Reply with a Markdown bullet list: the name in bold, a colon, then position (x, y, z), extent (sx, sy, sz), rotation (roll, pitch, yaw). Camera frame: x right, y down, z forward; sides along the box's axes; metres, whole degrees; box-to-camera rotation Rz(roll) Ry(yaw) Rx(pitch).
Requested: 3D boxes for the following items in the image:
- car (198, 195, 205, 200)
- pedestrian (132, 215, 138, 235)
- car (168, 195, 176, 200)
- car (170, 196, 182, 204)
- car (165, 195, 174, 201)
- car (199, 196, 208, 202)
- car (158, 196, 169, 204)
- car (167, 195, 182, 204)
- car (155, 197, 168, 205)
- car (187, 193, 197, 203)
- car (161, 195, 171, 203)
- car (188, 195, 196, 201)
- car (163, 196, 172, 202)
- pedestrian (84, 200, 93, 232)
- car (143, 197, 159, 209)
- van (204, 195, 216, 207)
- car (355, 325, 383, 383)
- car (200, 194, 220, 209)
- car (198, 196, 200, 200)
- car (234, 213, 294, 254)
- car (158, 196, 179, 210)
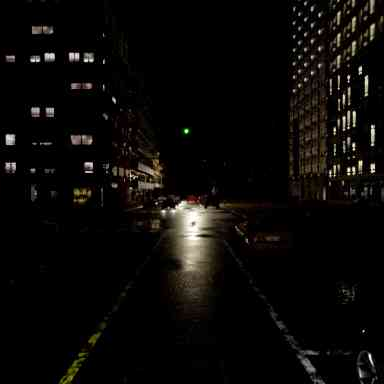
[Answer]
- **car**: position (2.696, 1.641, 95.545), extent (1.752, 1.417, 4.829), rotation (0, 0, 0)
- **pedestrian**: position (-2.921, 1.678, 17.596), extent (0.500, 1.100, 0.500), rotation (0, 0, 0)
- **car**: position (-5.684, 1.640, 95.206), extent (1.752, 1.417, 4.829), rotation (0, 0, 0)
- **car**: position (-3.039, 1.544, 64.865), extent (2.128, 1.511, 4.902), rotation (0, 0, 0)
- **car**: position (-5.686, 1.531, 84.323), extent (1.967, 1.590, 4.097), rotation (0, 0, 0)
- **car**: position (2.694, 1.624, 78.795), extent (1.887, 1.381, 4.507), rotation (0, 0, 0)
- **car**: position (-5.687, 1.602, 67.742), extent (1.887, 1.381, 4.507), rotation (0, 0, 0)
- **car**: position (-3.083, 1.583, 54.672), extent (2.033, 1.411, 5.357), rotation (0, 0, 0)
- **car**: position (-5.688, 1.598, 62.216), extent (2.008, 1.369, 4.403), rotation (0, 0, 0)
- **car**: position (0.007, 1.296, 74.442), extent (2.150, 2.045, 5.566), rotation (0, 0, 0)
- **car**: position (-5.687, 1.509, 73.270), extent (1.967, 1.590, 4.097), rotation (0, 0, 0)
- **car**: position (0.009, 1.545, 84.829), extent (2.033, 1.411, 5.357), rotation (0, 0, 0)
- **car**: position (-5.686, 1.661, 78.796), extent (1.802, 1.307, 4.206), rotation (0, 0, 0)
- **pedestrian**: position (-5.766, 1.299, 18.590), extent (0.375, 1.860, 0.375), rotation (0, 0, 0)
- **car**: position (-5.689, 1.575, 45.636), extent (2.008, 1.369, 4.403), rotation (0, 0, 0)
- **van**: position (2.690, 1.372, 51.162), extent (1.690, 1.788, 3.998), rotation (0, 0, 0)
- **car**: position (2.686, 1.566, 1.957), extent (1.947, 1.339, 4.313), rotation (0, 0, 0)
- **car**: position (2.690, 1.339, 45.636), extent (2.192, 1.841, 5.009), rotation (0, 0, 0)
- **car**: position (2.692, 1.373, 67.741), extent (2.192, 1.841, 5.009), rotation (0, 0, 0)
- **car**: position (2.688, 1.527, 13.393), extent (1.752, 1.417, 4.829), rotation (0, 0, 0)
- **car**: position (-3.118, 1.570, 44.544), extent (2.033, 1.411, 5.357), rotation (0, 0, -4)
